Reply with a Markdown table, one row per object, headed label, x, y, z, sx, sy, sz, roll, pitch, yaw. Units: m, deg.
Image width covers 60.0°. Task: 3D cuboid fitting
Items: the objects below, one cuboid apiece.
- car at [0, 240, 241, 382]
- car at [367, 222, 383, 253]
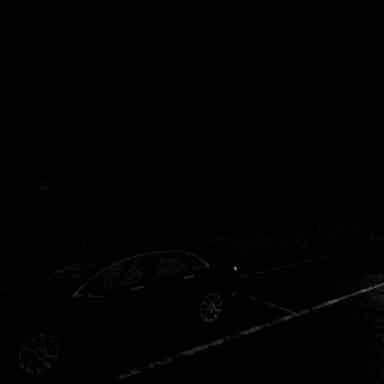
| label | x | y | z | sx | sy | sz | roll | pitch | yaw |
| --- | --- | --- | --- | --- | --- | --- | --- | --- | --- |
| car | -1.178 | 1.527 | 5.338 | 4.403 | 1.369 | 2.008 | -1 | 1 | -35 |
| car | 7.852 | 1.420 | 11.685 | 4.206 | 1.307 | 1.802 | -1 | 1 | -35 |
